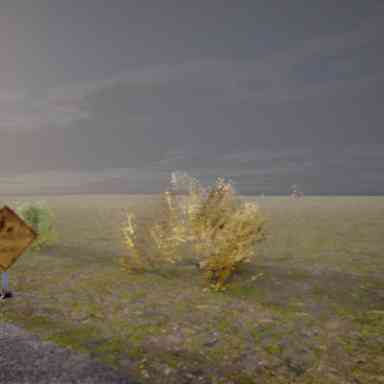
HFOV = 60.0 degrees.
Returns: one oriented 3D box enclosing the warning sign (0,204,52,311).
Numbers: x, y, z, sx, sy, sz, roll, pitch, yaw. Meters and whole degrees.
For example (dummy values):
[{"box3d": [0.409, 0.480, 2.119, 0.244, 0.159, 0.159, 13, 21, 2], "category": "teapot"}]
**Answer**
[{"box3d": [-3.650, 1.185, 6.520, 1.060, 1.860, 1.300, -1, 0, 35], "category": "warning sign"}]
